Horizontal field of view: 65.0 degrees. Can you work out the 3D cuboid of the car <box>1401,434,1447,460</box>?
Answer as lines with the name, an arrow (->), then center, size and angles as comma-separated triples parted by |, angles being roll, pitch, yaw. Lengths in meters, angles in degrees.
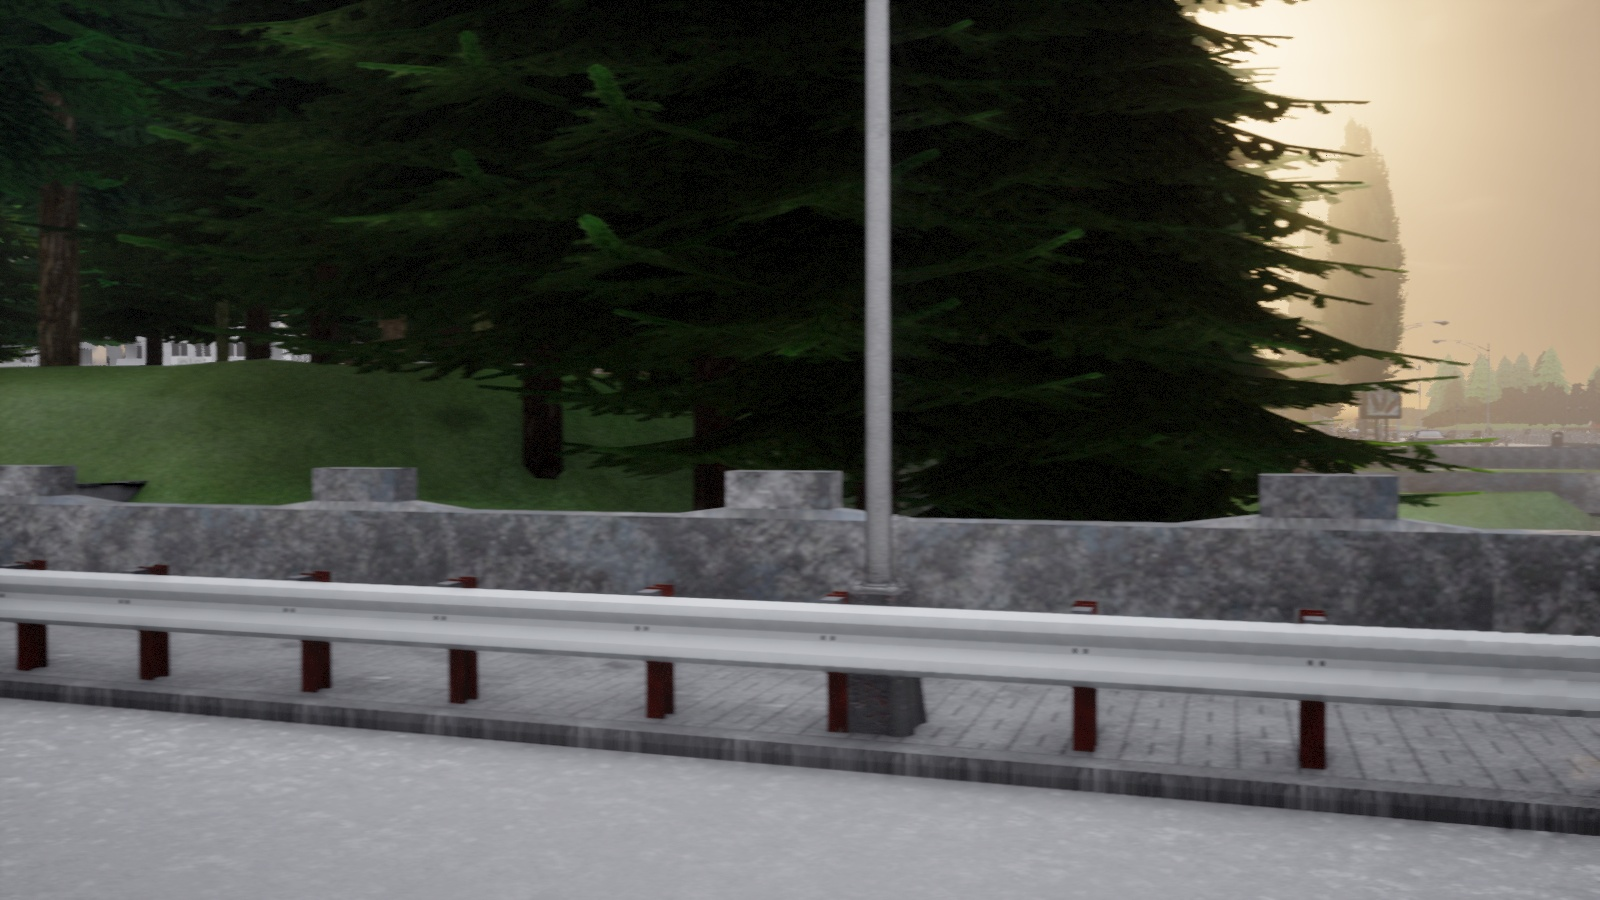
car -> 36.679, -0.193, 73.935 | 1.812, 1.442, 4.674 | 1, 1, 19
